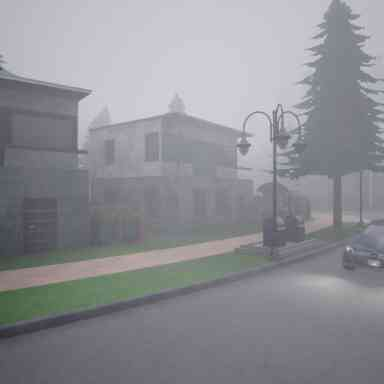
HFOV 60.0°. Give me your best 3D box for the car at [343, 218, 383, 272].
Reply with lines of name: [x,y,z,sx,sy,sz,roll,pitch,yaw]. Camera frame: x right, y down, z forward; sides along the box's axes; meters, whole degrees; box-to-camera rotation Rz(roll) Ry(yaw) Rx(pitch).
car: [6.154,1.526,10.066,1.812,1.442,4.674,0,0,43]
